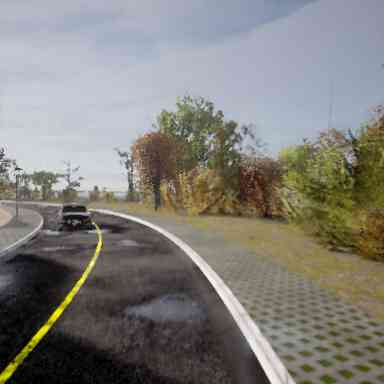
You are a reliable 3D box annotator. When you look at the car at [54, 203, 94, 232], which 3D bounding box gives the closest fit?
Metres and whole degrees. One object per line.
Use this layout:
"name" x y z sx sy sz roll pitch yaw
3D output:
"car" -7.210 1.482 20.366 1.837 1.490 4.892 0 0 -20
